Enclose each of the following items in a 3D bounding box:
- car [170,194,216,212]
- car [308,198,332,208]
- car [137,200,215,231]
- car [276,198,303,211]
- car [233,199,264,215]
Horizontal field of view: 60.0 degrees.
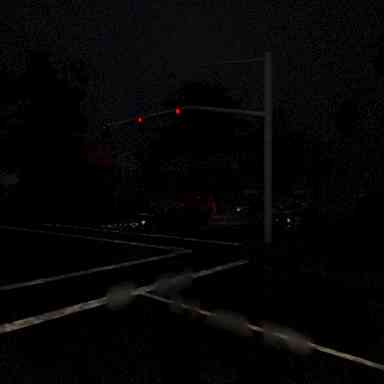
[{"bbox_3d":[-0.342,1.221,27.004,2.150,2.045,5.566,0,0,41],"label":"car"},{"bbox_3d":[18.891,1.601,49.123,1.895,1.301,4.718,0,0,41],"label":"car"},{"bbox_3d":[-1.120,1.491,20.633,2.128,1.511,4.902,0,0,43],"label":"car"},{"bbox_3d":[12.262,1.526,41.513,1.812,1.442,4.674,0,0,41],"label":"car"},{"bbox_3d":[6.165,1.491,34.491,2.128,1.511,4.902,0,0,41],"label":"car"}]
